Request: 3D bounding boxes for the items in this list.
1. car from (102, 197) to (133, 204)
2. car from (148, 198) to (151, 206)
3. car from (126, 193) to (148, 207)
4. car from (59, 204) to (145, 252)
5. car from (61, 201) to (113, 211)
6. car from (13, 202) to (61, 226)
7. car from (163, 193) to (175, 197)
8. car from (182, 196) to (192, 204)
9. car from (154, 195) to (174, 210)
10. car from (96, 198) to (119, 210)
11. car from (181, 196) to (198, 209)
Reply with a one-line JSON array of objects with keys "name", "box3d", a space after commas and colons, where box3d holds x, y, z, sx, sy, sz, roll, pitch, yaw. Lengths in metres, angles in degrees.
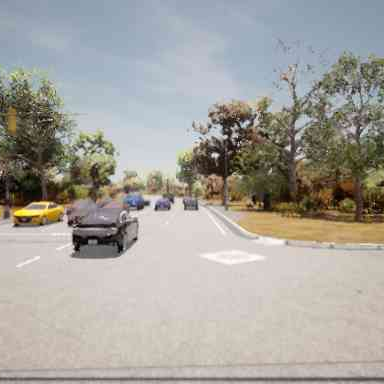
[{"name": "car", "box3d": [-7.169, 1.507, 31.767, 1.812, 1.442, 4.674, 0, 0, -1]}, {"name": "car", "box3d": [-7.499, 1.571, 51.496, 1.895, 1.301, 4.718, 0, 0, -2]}, {"name": "car", "box3d": [-7.261, 1.197, 41.413, 2.150, 2.045, 5.566, 0, 0, -1]}, {"name": "car", "box3d": [-3.403, 1.485, 13.814, 2.128, 1.511, 4.902, 0, 0, 0]}, {"name": "car", "box3d": [-7.095, 1.551, 23.012, 1.994, 1.385, 4.181, 0, 0, -1]}, {"name": "car", "box3d": [-10.627, 1.464, 23.363, 1.882, 1.535, 5.008, 0, 0, -2]}, {"name": "car", "box3d": [-4.311, 1.189, 60.242, 2.150, 2.045, 5.566, 0, 0, -2]}, {"name": "car", "box3d": [-0.938, 1.489, 62.797, 1.812, 1.442, 4.674, 0, 0, -3]}, {"name": "car", "box3d": [-3.634, 1.501, 41.999, 1.812, 1.442, 4.674, 0, 0, -1]}, {"name": "car", "box3d": [-10.772, 1.539, 42.670, 1.994, 1.385, 4.181, 0, 0, -1]}, {"name": "car", "box3d": [-0.187, 1.465, 44.489, 2.128, 1.511, 4.902, 0, 0, -1]}]
